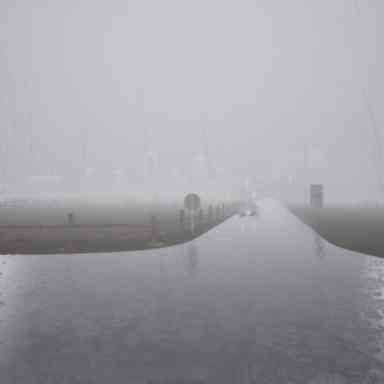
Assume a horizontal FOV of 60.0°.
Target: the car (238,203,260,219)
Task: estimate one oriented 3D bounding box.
[{"bbox_3d":[5.783,1.824,33.428,2.128,1.511,4.902,-1,-1,13],"label":"car"}]
